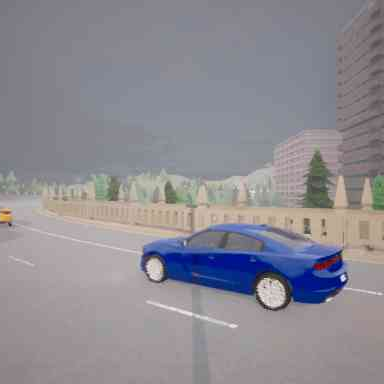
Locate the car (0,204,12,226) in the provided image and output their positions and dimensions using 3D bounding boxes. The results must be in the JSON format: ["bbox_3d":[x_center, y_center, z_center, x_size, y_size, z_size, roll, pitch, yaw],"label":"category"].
[{"bbox_3d":[-13.516,1.481,22.388,1.882,1.535,5.008,0,0,-39],"label":"car"}]

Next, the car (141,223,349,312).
[{"bbox_3d":[0.929,1.478,7.846,5.008,1.535,1.882,0,0,38],"label":"car"}]
